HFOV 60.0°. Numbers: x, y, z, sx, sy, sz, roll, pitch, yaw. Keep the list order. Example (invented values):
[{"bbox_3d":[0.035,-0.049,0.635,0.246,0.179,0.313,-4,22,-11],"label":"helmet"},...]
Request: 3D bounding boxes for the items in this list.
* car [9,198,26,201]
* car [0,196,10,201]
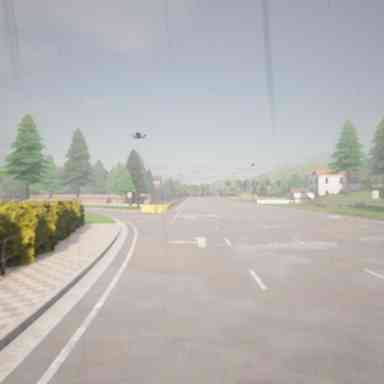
[{"bbox_3d":[-38.674,2.354,75.303,4.902,1.511,2.128,-1,-1,40],"label":"car"},{"bbox_3d":[-46.584,2.059,82.037,5.566,2.045,2.150,-1,-1,40],"label":"car"}]
